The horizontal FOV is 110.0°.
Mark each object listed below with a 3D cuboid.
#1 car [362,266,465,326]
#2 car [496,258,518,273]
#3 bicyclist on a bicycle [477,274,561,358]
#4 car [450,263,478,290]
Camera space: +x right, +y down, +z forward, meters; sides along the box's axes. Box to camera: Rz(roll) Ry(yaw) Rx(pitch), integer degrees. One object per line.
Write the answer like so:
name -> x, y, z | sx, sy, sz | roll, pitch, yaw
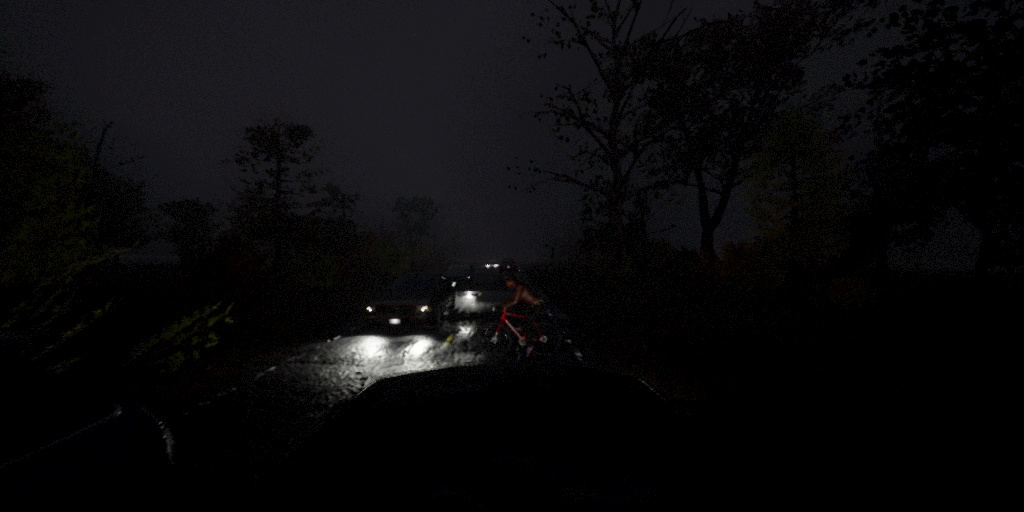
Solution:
car -> -2.966, 1.238, 11.652 | 2.033, 1.411, 5.357 | 0, 0, -1
car -> -0.398, 1.093, 39.660 | 1.994, 1.385, 4.181 | 0, 0, -1
bicyclist on a bicycle -> 0.137, 1.170, 6.997 | 1.656, 1.620, 0.582 | 0, 0, -1
car -> -3.089, 1.157, 21.643 | 1.812, 1.442, 4.674 | 0, 0, -1
